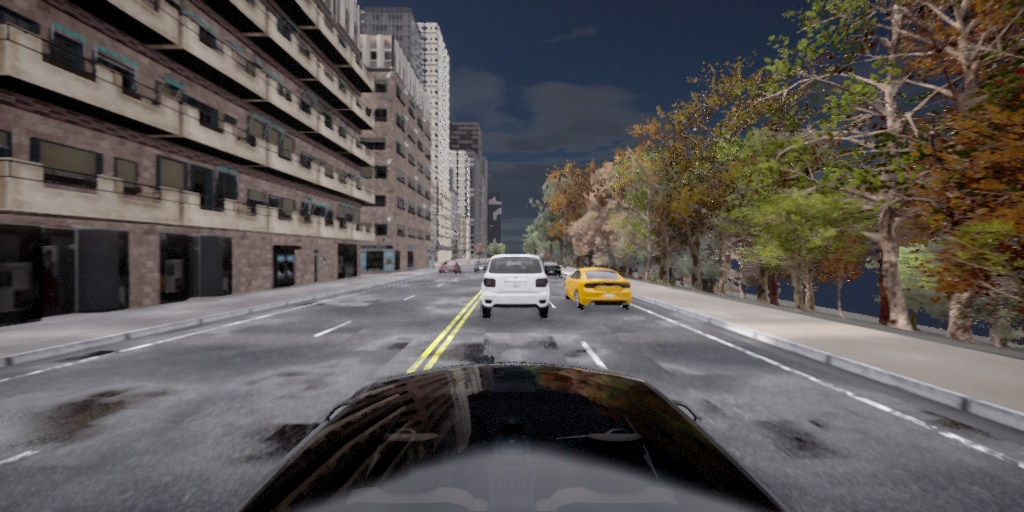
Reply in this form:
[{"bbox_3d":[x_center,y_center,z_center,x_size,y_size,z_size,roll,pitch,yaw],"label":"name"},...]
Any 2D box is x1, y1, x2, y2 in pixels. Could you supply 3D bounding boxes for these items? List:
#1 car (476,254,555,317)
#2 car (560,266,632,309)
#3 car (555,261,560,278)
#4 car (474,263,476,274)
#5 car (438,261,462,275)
[{"bbox_3d":[0.110,0.952,13.232,2.150,2.045,5.566,0,0,0],"label":"car"},{"bbox_3d":[3.362,1.207,14.837,1.882,1.535,5.008,0,0,0],"label":"car"},{"bbox_3d":[3.383,1.181,33.192,1.882,1.535,5.008,0,0,0],"label":"car"},{"bbox_3d":[-3.257,1.182,40.882,2.128,1.511,4.902,0,0,1],"label":"car"},{"bbox_3d":[-6.530,1.218,38.056,1.812,1.442,4.674,0,0,0],"label":"car"}]
